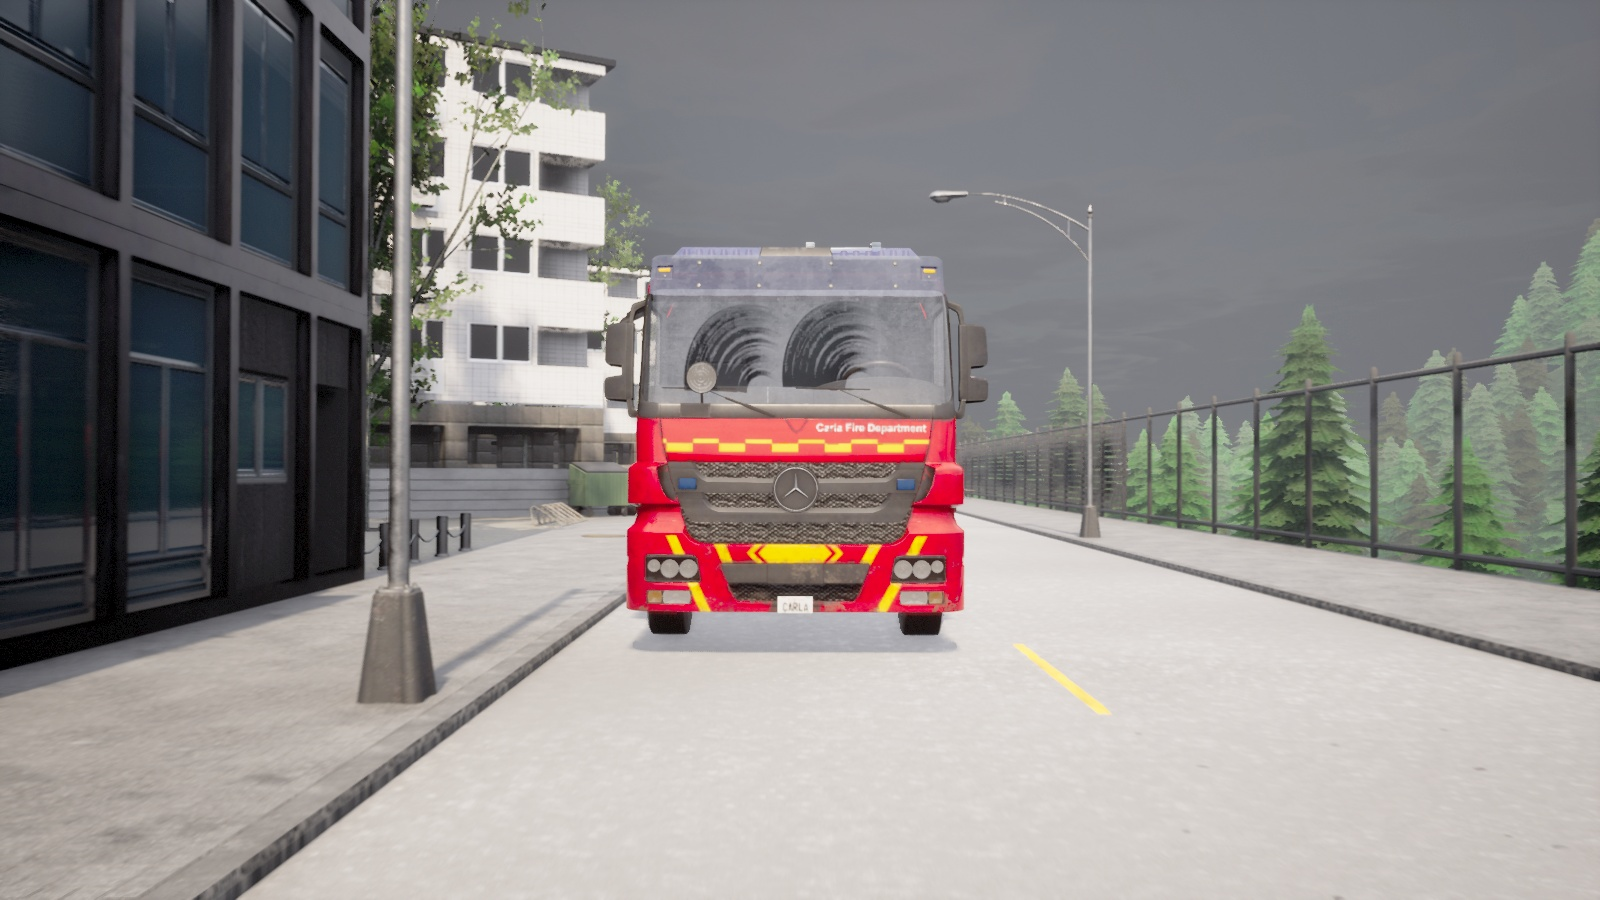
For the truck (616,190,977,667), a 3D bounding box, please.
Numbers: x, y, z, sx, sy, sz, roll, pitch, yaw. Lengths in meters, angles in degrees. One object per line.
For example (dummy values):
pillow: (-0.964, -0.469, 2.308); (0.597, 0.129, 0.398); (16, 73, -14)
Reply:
truck: (-0.042, -0.110, 14.349); (2.891, 3.827, 8.468); (0, -1, 0)
